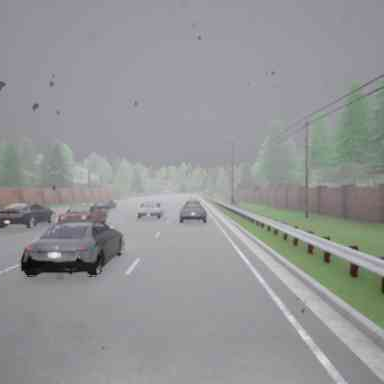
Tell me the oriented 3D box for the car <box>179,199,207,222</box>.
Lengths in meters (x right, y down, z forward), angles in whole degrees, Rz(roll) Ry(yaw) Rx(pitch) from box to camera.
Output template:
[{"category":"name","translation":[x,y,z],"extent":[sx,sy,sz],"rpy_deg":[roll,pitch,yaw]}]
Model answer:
[{"category":"car","translation":[0.084,1.473,25.128],"extent":[1.994,1.385,4.181],"rpy_deg":[0,0,0]}]

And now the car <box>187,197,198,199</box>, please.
[{"category":"car","translation":[0.074,1.324,42.184],"extent":[1.882,1.535,5.008],"rpy_deg":[0,0,0]}]

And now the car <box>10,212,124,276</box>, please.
[{"category":"car","translation":[-3.406,1.527,10.237],"extent":[1.994,1.385,4.181],"rpy_deg":[0,0,0]}]

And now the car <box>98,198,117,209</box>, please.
[{"category":"car","translation":[-10.424,1.420,40.031],"extent":[1.994,1.385,4.181],"rpy_deg":[0,0,0]}]

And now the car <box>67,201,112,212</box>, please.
[{"category":"car","translation":[-6.915,1.523,21.746],"extent":[1.895,1.301,4.718],"rpy_deg":[0,0,0]}]

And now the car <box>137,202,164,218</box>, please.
[{"category":"car","translation":[-3.418,1.498,28.385],"extent":[1.895,1.301,4.718],"rpy_deg":[0,0,0]}]

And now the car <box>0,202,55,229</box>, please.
[{"category":"car","translation":[-10.413,1.429,21.201],"extent":[1.837,1.490,4.892],"rpy_deg":[0,0,0]}]
